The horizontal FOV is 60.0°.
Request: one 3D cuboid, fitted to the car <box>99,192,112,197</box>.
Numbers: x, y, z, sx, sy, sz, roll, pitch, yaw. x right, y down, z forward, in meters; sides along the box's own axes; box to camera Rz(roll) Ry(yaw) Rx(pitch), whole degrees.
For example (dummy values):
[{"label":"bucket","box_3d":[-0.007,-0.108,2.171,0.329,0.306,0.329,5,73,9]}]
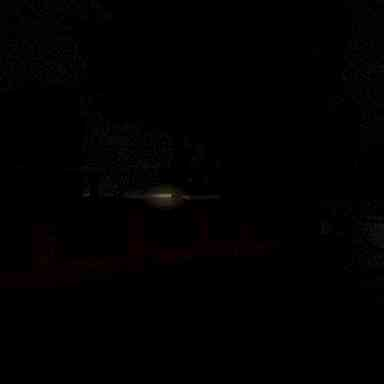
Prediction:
[{"label":"car","box_3d":[-13.558,1.051,50.486,2.150,2.045,5.566,0,0,-36]}]
